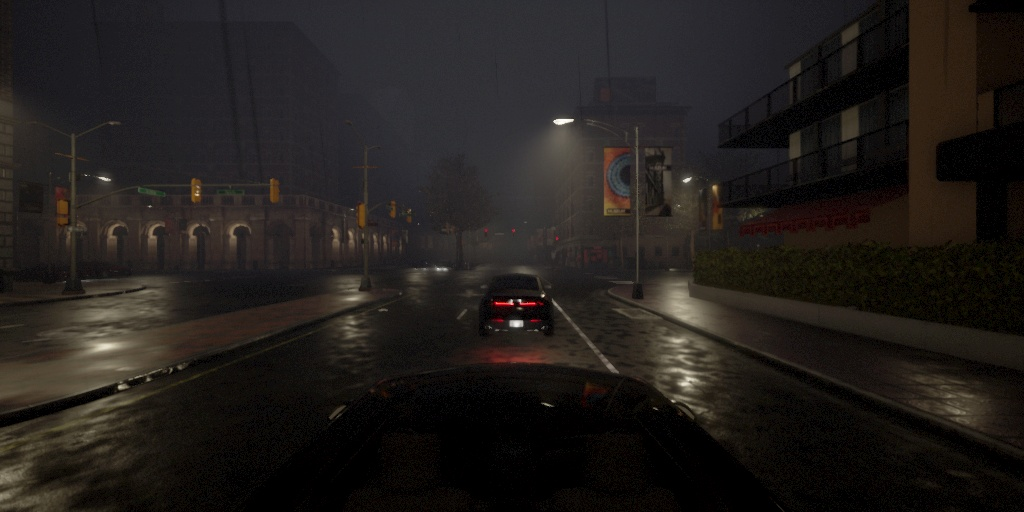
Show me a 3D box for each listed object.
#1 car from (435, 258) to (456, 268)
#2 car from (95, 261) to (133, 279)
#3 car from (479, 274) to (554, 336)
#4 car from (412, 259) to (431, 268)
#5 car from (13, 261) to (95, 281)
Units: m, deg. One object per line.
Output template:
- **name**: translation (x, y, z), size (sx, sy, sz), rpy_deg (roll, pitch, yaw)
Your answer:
- **car**: translation (-11.286, 1.213, 59.749), size (2.128, 1.511, 4.902), rpy_deg (0, 0, 1)
- **car**: translation (-37.388, 1.213, 32.445), size (5.008, 1.535, 1.882), rpy_deg (0, 0, 0)
- **car**: translation (0.117, 1.251, 10.360), size (1.837, 1.490, 4.892), rpy_deg (0, 0, 0)
- **car**: translation (-14.784, 1.247, 59.529), size (1.812, 1.442, 4.674), rpy_deg (0, 0, 1)
- **car**: translation (-37.101, 1.300, 28.945), size (4.181, 1.385, 1.994), rpy_deg (0, 0, 0)
